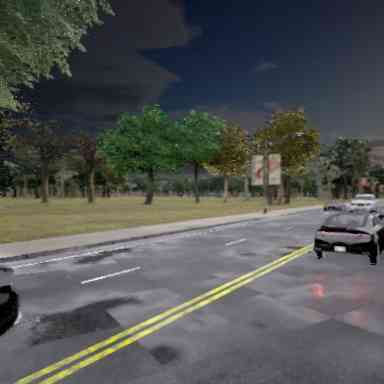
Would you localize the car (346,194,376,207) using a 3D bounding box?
[{"bbox_3d":[19.041,1.275,36.771,2.150,2.045,5.566,0,0,35],"label":"car"}]

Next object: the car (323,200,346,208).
[{"bbox_3d":[17.085,1.642,39.628,1.994,1.385,4.181,0,0,35],"label":"car"}]

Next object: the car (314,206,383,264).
[{"bbox_3d":[5.836,1.493,11.959,2.128,1.511,4.902,0,0,35],"label":"car"}]

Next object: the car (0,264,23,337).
[{"bbox_3d":[-4.393,1.529,3.384,2.128,1.511,4.902,0,0,35],"label":"car"}]

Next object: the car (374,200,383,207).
[{"bbox_3d":[16.584,1.560,27.276,2.033,1.411,5.357,0,0,35],"label":"car"}]
